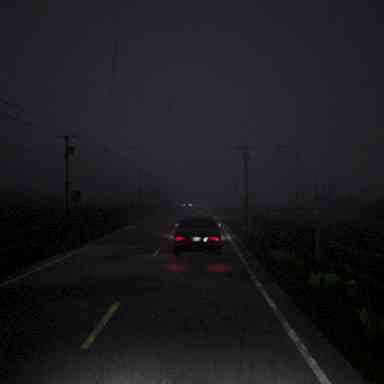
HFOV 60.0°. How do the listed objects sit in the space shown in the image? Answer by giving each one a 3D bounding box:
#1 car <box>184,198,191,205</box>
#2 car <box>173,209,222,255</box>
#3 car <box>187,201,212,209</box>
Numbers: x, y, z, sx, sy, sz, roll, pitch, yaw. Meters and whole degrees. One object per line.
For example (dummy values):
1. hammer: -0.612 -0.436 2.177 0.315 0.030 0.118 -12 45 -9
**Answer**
1. car: -1.065 2.275 81.116 1.837 1.490 4.892 0 -1 1
2. car: 0.246 1.681 13.916 2.033 1.411 5.357 0 -1 2
3. car: 0.784 1.807 29.295 1.812 1.442 4.674 0 0 4
